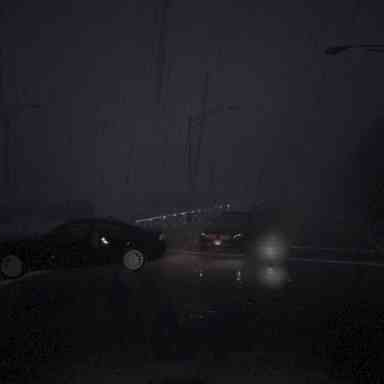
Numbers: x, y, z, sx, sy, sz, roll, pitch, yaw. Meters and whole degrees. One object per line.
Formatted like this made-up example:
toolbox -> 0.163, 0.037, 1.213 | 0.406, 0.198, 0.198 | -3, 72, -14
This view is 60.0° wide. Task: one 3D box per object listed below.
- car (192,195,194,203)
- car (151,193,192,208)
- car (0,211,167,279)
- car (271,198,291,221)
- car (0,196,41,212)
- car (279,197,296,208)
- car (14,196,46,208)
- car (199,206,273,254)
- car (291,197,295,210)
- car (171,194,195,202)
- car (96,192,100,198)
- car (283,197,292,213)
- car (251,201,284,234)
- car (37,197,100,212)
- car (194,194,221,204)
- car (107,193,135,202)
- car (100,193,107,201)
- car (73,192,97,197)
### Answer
car -> -2.262, 1.054, 44.614 | 3.866, 1.878, 1.905 | 0, 0, 19
car -> -2.810, 1.076, 41.731 | 4.605, 1.855, 1.932 | 0, 0, 19
car -> -3.257, 1.476, 9.828 | 5.008, 1.535, 1.882 | 0, 0, -15
car -> 5.967, 1.476, 24.877 | 2.128, 1.511, 4.902 | 0, 0, 19
car -> -15.003, 1.356, 29.404 | 3.806, 1.475, 1.970 | 0, 0, 19
car -> 13.716, 1.470, 47.584 | 2.128, 1.511, 4.902 | 0, 0, 19
car -> -21.533, 1.274, 44.304 | 3.633, 1.501, 1.845 | 0, 0, 19
car -> 1.871, 1.515, 13.836 | 1.812, 1.442, 4.674 | 0, 0, 25
car -> 9.924, 1.545, 36.465 | 1.994, 1.385, 4.181 | 0, 0, 19
car -> -1.853, 1.260, 68.644 | 4.514, 1.523, 2.007 | 0, 0, 19
car -> -21.607, 1.300, 68.010 | 3.806, 1.475, 1.970 | 0, 0, 19
car -> 7.864, 1.488, 30.434 | 1.837, 1.490, 4.892 | 0, 0, 19
car -> 4.036, 1.491, 19.237 | 1.837, 1.490, 4.892 | 0, 0, 19
car -> -8.942, 1.356, 24.187 | 3.633, 1.501, 1.845 | 0, 0, 19
car -> 1.869, 1.128, 56.723 | 5.027, 1.636, 2.152 | 0, 0, 19
car -> -13.569, 1.048, 65.307 | 4.605, 1.855, 1.932 | 0, 0, 19
car -> -19.954, 1.016, 70.958 | 3.866, 1.878, 1.905 | 0, 0, 19
car -> -18.265, 1.250, 53.748 | 4.514, 1.523, 2.007 | 0, 0, 19
